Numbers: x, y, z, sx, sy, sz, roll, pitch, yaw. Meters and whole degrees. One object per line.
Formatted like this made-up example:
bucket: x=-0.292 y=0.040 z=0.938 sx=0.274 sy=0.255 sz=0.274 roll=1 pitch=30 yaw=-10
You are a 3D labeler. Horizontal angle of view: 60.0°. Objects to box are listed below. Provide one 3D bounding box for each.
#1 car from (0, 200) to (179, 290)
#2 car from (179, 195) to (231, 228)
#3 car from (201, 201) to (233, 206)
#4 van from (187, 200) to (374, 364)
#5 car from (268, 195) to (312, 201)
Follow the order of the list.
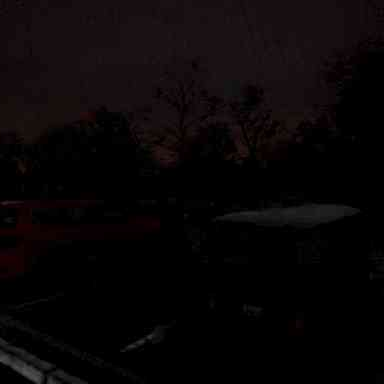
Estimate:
car: x=-3.101 y=1.231 z=9.477 sx=2.435 sy=2.045 sz=5.566 roll=0 pitch=0 yaw=35
car: x=0.789 y=1.262 z=21.655 sx=2.435 sy=2.045 sz=5.566 roll=-1 pitch=0 yaw=35
car: x=2.992 y=1.495 z=20.144 sx=2.231 sy=1.521 sz=4.892 roll=-1 pitch=0 yaw=35
van: x=2.014 y=1.246 z=5.985 sx=1.878 sy=1.987 sz=4.442 roll=0 pitch=0 yaw=35
car: x=5.267 y=1.225 z=18.527 sx=2.435 sy=2.045 sz=5.566 roll=-1 pitch=0 yaw=35
